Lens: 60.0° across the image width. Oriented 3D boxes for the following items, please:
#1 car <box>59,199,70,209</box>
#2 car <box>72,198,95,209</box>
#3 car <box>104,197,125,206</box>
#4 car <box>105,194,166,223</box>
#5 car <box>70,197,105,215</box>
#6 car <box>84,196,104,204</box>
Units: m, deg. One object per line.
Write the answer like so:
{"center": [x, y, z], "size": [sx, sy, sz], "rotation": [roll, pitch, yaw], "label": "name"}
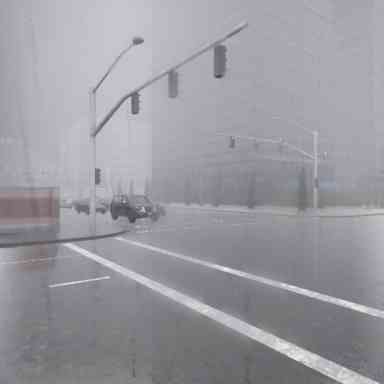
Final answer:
{"center": [-17.257, 1.601, 43.847], "size": [1.895, 1.301, 4.718], "rotation": [0, 0, -35], "label": "car"}
{"center": [-15.566, 1.601, 47.503], "size": [1.895, 1.301, 4.718], "rotation": [0, 0, -35], "label": "car"}
{"center": [-13.128, 1.526, 56.444], "size": [1.812, 1.442, 4.674], "rotation": [0, 0, -36], "label": "car"}
{"center": [-4.607, 1.221, 26.145], "size": [2.150, 2.045, 5.566], "rotation": [0, 0, -35], "label": "car"}
{"center": [-10.565, 1.547, 34.488], "size": [2.033, 1.411, 5.357], "rotation": [0, 0, -36], "label": "car"}
{"center": [-19.094, 1.492, 64.778], "size": [2.128, 1.511, 4.902], "rotation": [0, 0, -36], "label": "car"}
